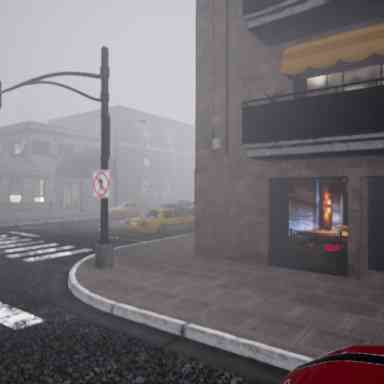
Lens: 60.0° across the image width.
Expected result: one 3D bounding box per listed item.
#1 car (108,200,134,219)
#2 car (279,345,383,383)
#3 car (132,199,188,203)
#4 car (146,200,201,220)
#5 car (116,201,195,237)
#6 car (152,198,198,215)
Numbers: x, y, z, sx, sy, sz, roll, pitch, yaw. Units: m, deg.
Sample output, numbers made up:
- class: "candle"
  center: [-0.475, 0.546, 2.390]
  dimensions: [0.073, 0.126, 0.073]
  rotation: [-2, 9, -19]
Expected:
- class: "car"
  center: [-4.953, 1.326, 26.316]
  dimensions: [1.752, 1.417, 4.829]
  rotation: [1, 1, 36]
- class: "car"
  center: [2.145, 1.443, 1.342]
  dimensions: [4.097, 1.590, 1.967]
  rotation: [0, 0, 36]
- class: "car"
  center: [-1.127, 1.381, 21.906]
  dimensions: [2.033, 1.411, 5.357]
  rotation: [0, 1, 36]
- class: "car"
  center: [-1.392, 1.394, 26.825]
  dimensions: [1.895, 1.301, 4.718]
  rotation: [0, 1, 36]
- class: "car"
  center: [-1.314, 1.399, 17.056]
  dimensions: [1.752, 1.417, 4.829]
  rotation: [1, 1, 36]
- class: "car"
  center: [-1.509, 1.304, 31.066]
  dimensions: [1.887, 1.381, 4.507]
  rotation: [1, 1, 36]
